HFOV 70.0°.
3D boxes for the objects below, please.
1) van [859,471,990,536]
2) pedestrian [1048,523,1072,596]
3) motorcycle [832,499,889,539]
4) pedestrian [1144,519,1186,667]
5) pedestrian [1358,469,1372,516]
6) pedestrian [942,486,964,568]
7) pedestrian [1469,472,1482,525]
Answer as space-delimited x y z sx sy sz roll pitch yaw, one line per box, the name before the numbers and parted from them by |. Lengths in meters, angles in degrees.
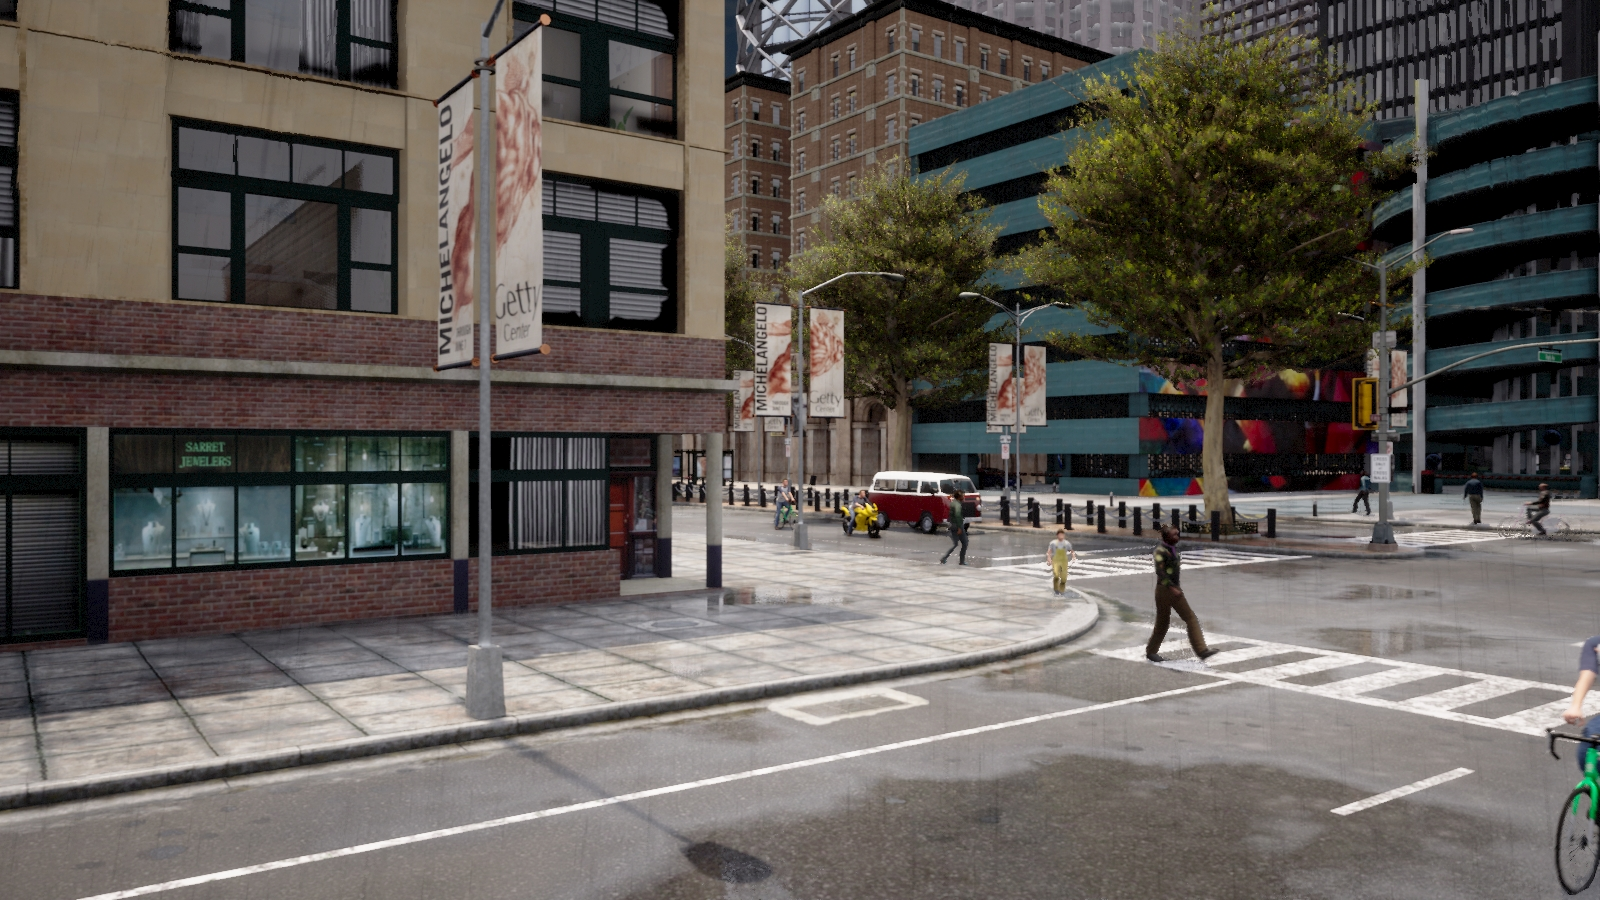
van | 4.225 1.788 39.509 2.069 2.038 4.480 0 0 -35
pedestrian | 4.715 1.979 20.725 0.375 1.300 0.375 0 0 2
motorcycle | 1.956 2.218 37.037 0.803 1.145 2.033 0 0 -33
pedestrian | 4.768 1.850 14.918 0.375 1.860 0.375 0 0 -39
pedestrian | 22.650 1.707 45.797 0.375 1.860 0.375 0 0 -25
pedestrian | 3.541 1.772 26.443 0.375 1.860 0.375 0 0 -16
pedestrian | 23.854 1.705 40.340 0.375 1.860 0.375 0 0 37
